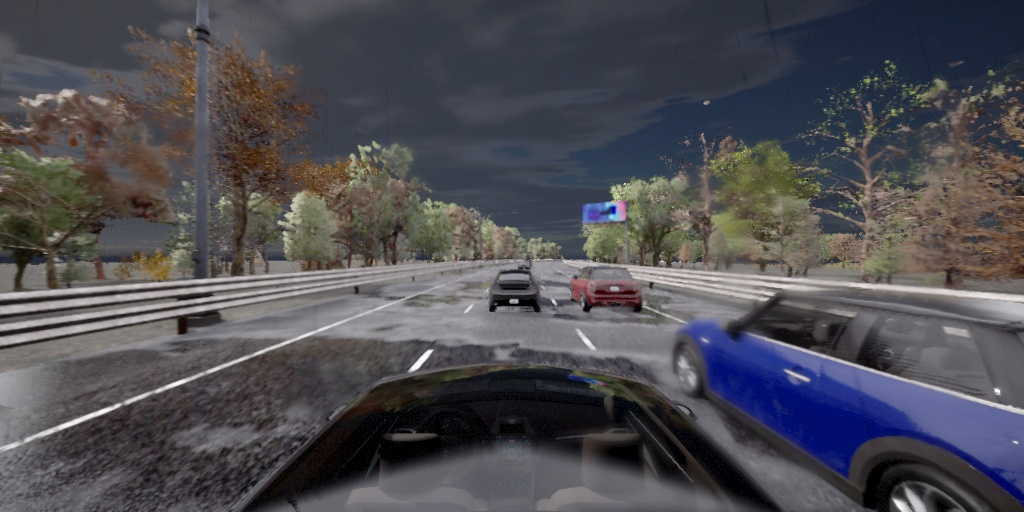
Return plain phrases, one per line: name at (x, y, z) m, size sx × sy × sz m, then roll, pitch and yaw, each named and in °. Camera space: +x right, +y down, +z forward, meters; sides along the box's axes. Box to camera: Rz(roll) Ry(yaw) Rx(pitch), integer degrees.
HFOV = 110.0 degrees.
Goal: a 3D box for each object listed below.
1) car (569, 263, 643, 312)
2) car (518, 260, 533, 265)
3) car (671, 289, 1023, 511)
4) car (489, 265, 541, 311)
car at (3.596, 1.153, 14.571) m, size 2.097 × 1.767 × 4.553 m, roll 0°, pitch 0°, yaw 1°
car at (1.808, 1.569, 53.414) m, size 1.895 × 1.301 × 4.718 m, roll 0°, pitch 0°, yaw 4°
car at (3.494, 1.115, 3.694) m, size 2.097 × 1.767 × 4.553 m, roll 0°, pitch 0°, yaw 0°
car at (0.124, 1.302, 14.695) m, size 1.837 × 1.490 × 4.892 m, roll 0°, pitch 0°, yaw 1°
